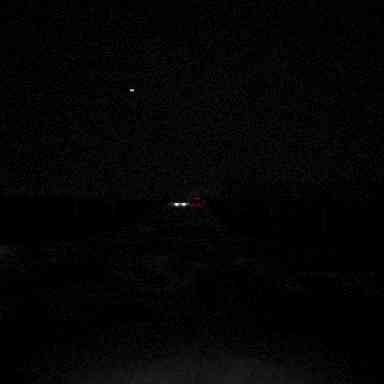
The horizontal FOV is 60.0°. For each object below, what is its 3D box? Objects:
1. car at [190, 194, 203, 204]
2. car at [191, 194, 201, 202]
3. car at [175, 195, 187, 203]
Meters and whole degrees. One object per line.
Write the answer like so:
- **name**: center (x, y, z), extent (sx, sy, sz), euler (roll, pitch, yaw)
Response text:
- **car**: center (0.704, 1.212, 54.346), extent (2.128, 1.511, 4.902), euler (0, 0, 1)
- **car**: center (0.834, 1.200, 64.384), extent (1.812, 1.442, 4.674), euler (0, 0, 1)
- **car**: center (-1.981, 1.253, 59.412), extent (1.994, 1.385, 4.181), euler (0, 0, 1)
